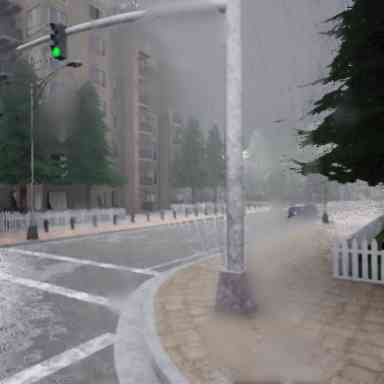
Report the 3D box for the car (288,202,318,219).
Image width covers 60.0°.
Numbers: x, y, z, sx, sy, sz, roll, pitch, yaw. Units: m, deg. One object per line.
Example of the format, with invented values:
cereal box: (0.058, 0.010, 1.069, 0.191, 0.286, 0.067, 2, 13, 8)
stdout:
car: (10.203, 1.648, 30.585, 1.812, 1.442, 4.674, -1, 0, 34)
